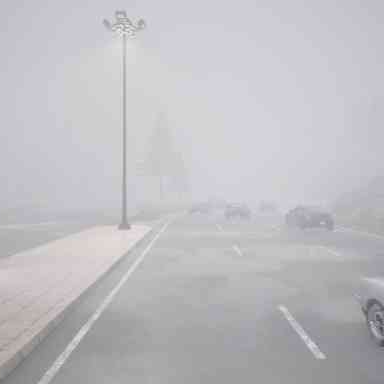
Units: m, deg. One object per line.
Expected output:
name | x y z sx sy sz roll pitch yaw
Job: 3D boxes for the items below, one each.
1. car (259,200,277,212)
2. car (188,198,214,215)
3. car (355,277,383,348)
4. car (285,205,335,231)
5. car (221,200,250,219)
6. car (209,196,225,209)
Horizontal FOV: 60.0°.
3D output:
car | 8.937 1.601 38.804 1.895 1.301 4.718 0 0 15
car | 0.864 1.601 34.344 1.895 1.301 4.718 0 0 8
car | 3.601 1.600 3.334 1.895 1.301 4.718 0 0 0
car | 7.107 1.526 20.389 1.812 1.442 4.674 0 0 0
car | 3.809 1.601 28.875 1.895 1.301 4.718 0 0 3
car | 3.284 1.352 44.355 2.097 1.767 4.553 0 0 16
